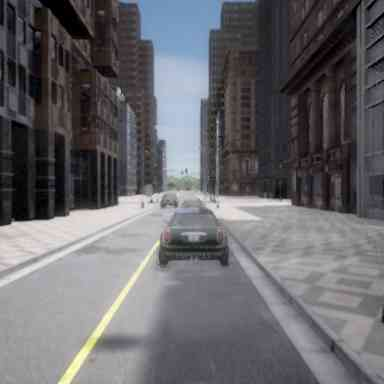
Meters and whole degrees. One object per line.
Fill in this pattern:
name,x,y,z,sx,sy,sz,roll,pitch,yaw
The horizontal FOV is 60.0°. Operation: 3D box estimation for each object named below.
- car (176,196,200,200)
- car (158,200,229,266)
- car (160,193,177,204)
car,0.065,1.315,26.731,2.097,1.767,4.553,0,0,0
car,0.067,1.337,11.642,2.097,1.767,4.553,0,0,0
car,-3.071,1.145,45.588,2.150,2.045,5.566,0,0,0
